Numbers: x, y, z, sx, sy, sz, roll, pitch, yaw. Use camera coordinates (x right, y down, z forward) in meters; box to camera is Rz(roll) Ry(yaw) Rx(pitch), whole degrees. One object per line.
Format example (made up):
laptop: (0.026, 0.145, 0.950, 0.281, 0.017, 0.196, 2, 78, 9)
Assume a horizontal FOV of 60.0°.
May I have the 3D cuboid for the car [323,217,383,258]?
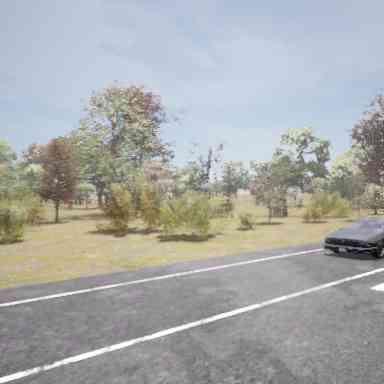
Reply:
car: (7.728, 1.756, 13.865, 5.357, 1.411, 2.033, 0, -2, -36)
